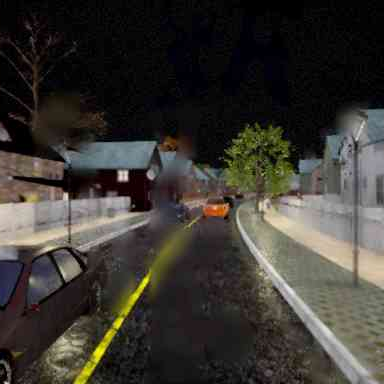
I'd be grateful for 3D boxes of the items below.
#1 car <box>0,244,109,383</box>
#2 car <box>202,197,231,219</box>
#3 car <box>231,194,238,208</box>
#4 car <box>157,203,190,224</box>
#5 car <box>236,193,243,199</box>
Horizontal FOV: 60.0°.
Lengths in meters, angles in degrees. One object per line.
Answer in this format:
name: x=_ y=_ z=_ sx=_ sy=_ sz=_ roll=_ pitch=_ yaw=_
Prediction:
car: x=-2.721 y=1.548 z=4.855 sx=2.033 sy=1.411 sz=5.357 roll=0 pitch=0 yaw=2
car: x=2.111 y=1.327 z=28.885 sx=2.097 sy=1.767 sz=4.553 roll=0 pitch=0 yaw=7
car: x=4.801 y=1.359 z=45.201 sx=1.812 sy=1.442 sz=4.674 roll=0 pitch=1 yaw=12
car: x=-1.239 y=1.537 z=25.336 sx=2.033 sy=1.411 sz=5.357 roll=0 pitch=0 yaw=7
car: x=11.110 y=0.938 z=78.333 sx=2.033 sy=1.411 sz=5.357 roll=0 pitch=1 yaw=12
